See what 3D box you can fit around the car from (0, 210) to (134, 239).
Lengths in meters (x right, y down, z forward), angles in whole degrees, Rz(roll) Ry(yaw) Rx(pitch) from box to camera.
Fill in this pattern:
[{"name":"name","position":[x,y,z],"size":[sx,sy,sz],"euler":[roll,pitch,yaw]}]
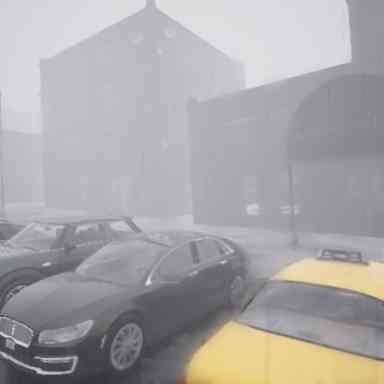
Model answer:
[{"name":"car","position":[-2.941,1.355,7.451],"size":[2.185,1.767,4.553],"euler":[0,0,35]}]

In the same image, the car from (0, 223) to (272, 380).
[{"name":"car","position":[-0.665,1.481,5.798],"size":[2.231,1.521,4.892],"euler":[0,0,35]}]
